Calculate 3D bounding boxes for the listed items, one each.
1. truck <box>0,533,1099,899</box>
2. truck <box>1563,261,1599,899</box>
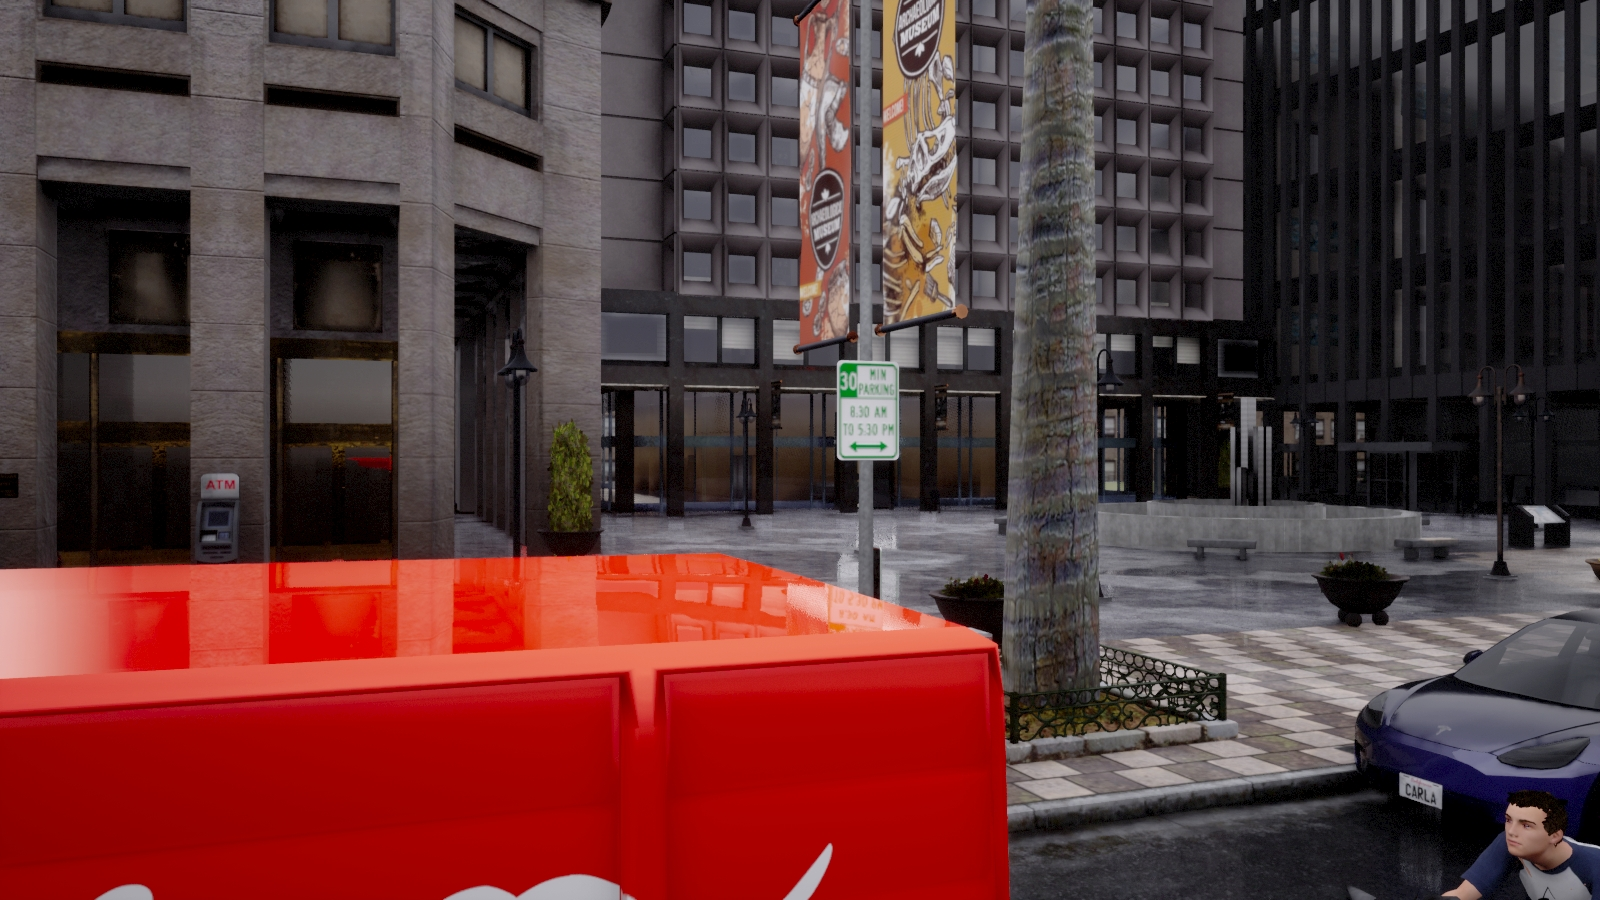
[{"bbox_3d":[-2.337,1.568,2.464,5.204,2.467,2.627,0,0,-20],"label":"truck"},{"bbox_3d":[8.736,0.895,6.469,8.468,3.827,2.891,0,0,-20],"label":"truck"}]
